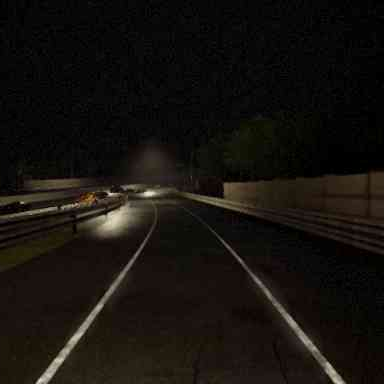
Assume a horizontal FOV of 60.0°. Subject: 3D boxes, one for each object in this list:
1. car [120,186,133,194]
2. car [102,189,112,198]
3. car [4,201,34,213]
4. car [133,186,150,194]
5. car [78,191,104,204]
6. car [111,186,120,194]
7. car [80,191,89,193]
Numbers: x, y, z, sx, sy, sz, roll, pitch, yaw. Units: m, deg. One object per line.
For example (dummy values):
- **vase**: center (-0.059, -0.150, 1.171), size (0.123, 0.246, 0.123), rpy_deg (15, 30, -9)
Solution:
- **car**: center (-17.026, -0.361, 90.400), size (2.128, 1.511, 4.902), rpy_deg (0, 3, 8)
- **car**: center (-19.700, 0.587, 72.193), size (1.837, 1.490, 4.892), rpy_deg (0, 3, 8)
- **car**: center (-23.525, 1.908, 45.333), size (1.994, 1.385, 4.181), rpy_deg (0, 3, 8)
- **car**: center (-13.554, -0.268, 89.955), size (1.895, 1.301, 4.718), rpy_deg (0, 3, 8)
- **car**: center (-18.049, 1.249, 59.077), size (1.882, 1.535, 5.008), rpy_deg (0, 3, 8)
- **car**: center (-20.489, -0.687, 90.891), size (2.150, 2.045, 5.566), rpy_deg (0, 3, 8)
- **car**: center (-23.163, 0.586, 72.702), size (2.128, 1.511, 4.902), rpy_deg (0, 3, 8)
